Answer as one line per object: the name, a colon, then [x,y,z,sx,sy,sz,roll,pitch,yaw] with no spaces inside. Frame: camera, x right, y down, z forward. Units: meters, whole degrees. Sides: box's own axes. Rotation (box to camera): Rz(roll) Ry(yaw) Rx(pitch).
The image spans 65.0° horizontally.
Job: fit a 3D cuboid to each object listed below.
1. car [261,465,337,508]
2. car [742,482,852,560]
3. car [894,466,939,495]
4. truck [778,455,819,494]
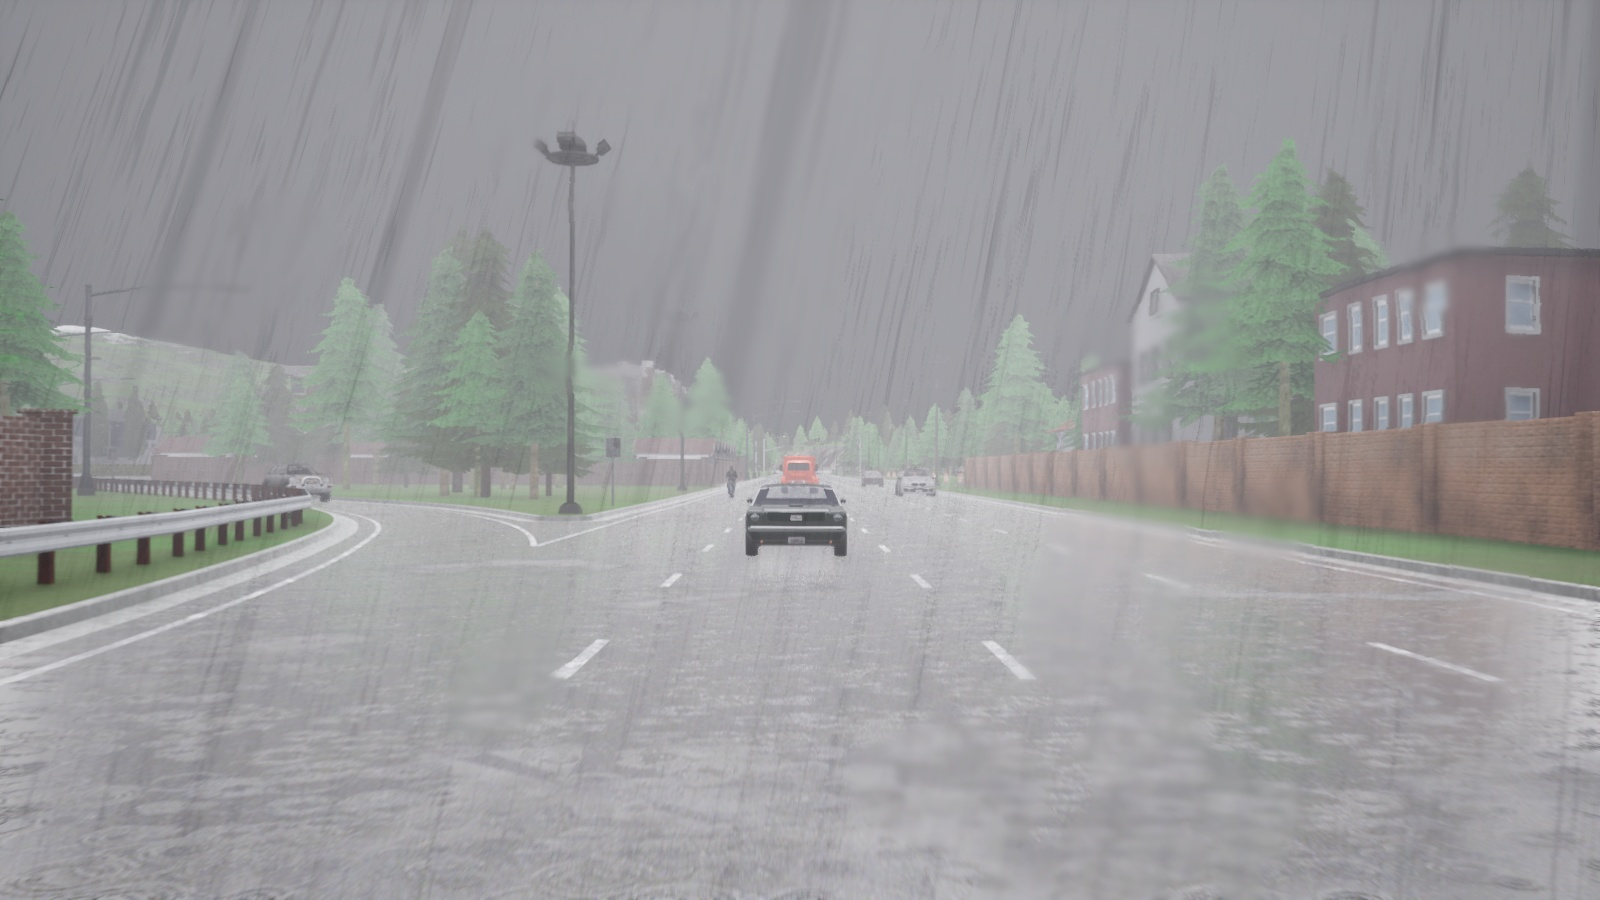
car: [-22.721,1.610,56.883,1.932,1.855,4.605,0,-1,-39]
car: [-0.059,1.291,24.129,1.895,1.301,4.718,0,-1,0]
car: [6.976,1.810,75.550,2.242,1.667,4.611,0,-1,0]
truck: [-0.039,1.632,83.255,2.627,2.467,5.204,0,-1,1]
